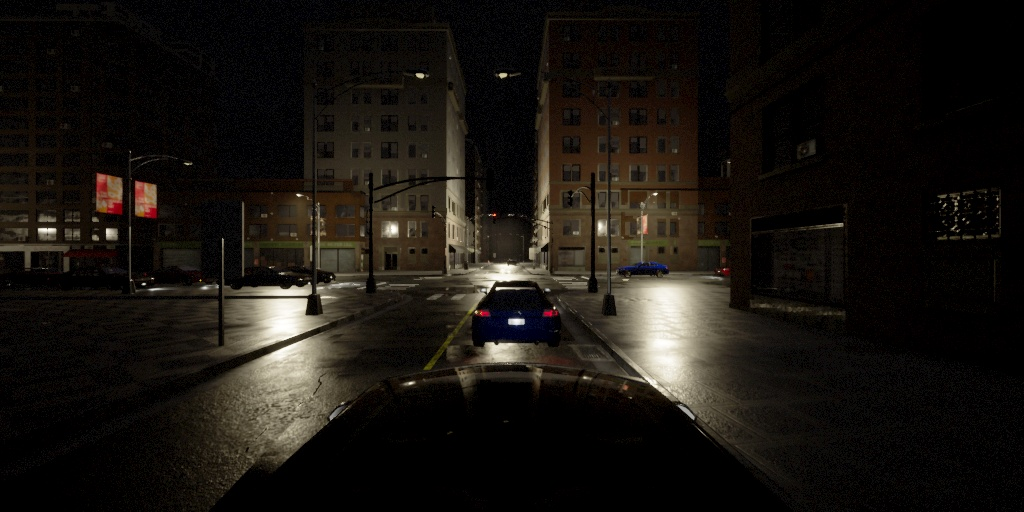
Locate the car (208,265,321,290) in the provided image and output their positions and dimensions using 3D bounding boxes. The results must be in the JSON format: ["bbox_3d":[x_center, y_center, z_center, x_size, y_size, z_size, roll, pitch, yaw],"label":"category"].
[{"bbox_3d":[-15.457,1.350,22.626,5.357,1.411,2.033,0,0,0],"label":"car"}]

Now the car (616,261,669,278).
[{"bbox_3d":[11.860,1.218,32.707,4.674,1.442,1.812,0,0,0],"label":"car"}]

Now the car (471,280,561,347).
[{"bbox_3d":[0.097,1.314,9.343,1.994,1.385,4.181,0,0,0],"label":"car"}]

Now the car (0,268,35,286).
[{"bbox_3d":[-33.716,1.469,25.794,4.718,1.301,1.895,0,0,0],"label":"car"}]

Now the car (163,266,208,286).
[{"bbox_3d":[-23.824,1.399,25.832,4.181,1.385,1.994,0,0,-1],"label":"car"}]

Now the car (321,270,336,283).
[{"bbox_3d":[-15.043,1.365,25.876,4.181,1.385,1.994,0,0,0],"label":"car"}]

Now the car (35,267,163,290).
[{"bbox_3d":[-25.837,1.390,22.578,5.357,1.411,2.033,0,0,0],"label":"car"}]

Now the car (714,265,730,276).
[{"bbox_3d":[20.900,1.225,32.746,4.181,1.385,1.994,0,0,0],"label":"car"}]
